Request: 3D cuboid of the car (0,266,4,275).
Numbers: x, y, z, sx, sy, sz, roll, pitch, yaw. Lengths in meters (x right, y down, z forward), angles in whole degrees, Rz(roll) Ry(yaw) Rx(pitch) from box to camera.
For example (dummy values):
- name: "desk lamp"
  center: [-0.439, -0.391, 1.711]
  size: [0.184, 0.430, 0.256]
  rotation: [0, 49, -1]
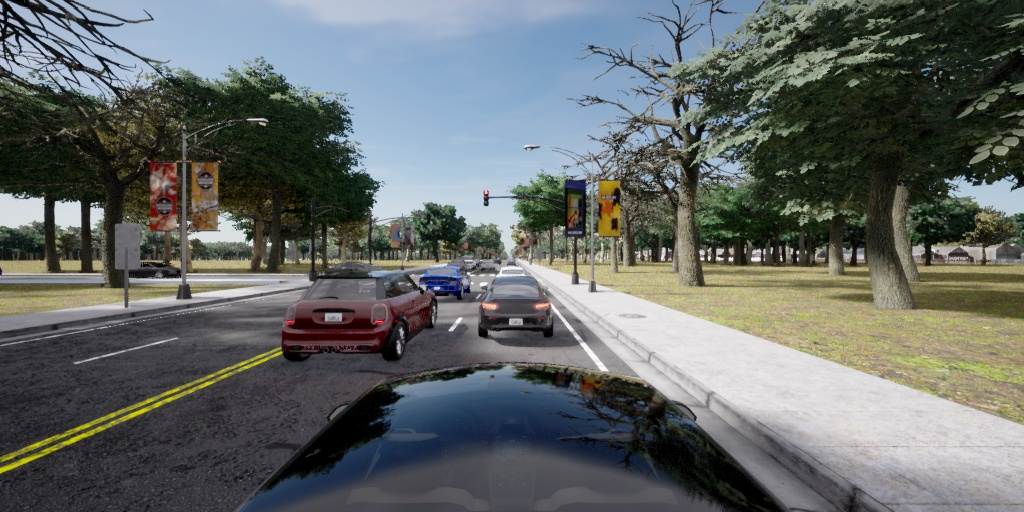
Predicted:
- name: "car"
  center: [-46.414, 0.924, 29.971]
  size: [5.566, 2.045, 2.150]
  rotation: [1, 0, 0]

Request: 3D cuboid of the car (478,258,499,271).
- name: "car"
  center: [-3.199, 1.369, 49.793]
  size: [1.895, 1.301, 4.718]
  rotation: [0, 0, -1]

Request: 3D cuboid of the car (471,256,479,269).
- name: "car"
  center: [-6.692, 0.994, 54.263]
  size: [2.150, 2.045, 5.566]
  rotation: [0, 0, -1]

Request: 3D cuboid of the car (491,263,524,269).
- name: "car"
  center: [0.033, 1.279, 19.257]
  size: [1.812, 1.442, 4.674]
  rotation: [0, 0, 0]

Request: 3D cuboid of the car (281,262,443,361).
- name: "car"
  center: [-3.162, 1.103, 8.450]
  size: [2.097, 1.767, 4.553]
  rotation: [0, 0, 0]

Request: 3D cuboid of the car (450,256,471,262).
- name: "car"
  center: [-6.673, 1.116, 43.611]
  size: [2.097, 1.767, 4.553]
  rotation: [0, 0, 0]

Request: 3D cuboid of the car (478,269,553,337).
- name: "car"
  center: [0.086, 1.277, 10.154]
  size: [1.812, 1.442, 4.674]
  rotation: [0, 0, 0]

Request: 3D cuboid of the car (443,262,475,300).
- name: "car"
  center: [-3.179, 1.230, 17.778]
  size: [1.882, 1.535, 5.008]
  rotation: [0, 0, 1]

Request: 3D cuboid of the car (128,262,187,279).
- name: "car"
  center: [-30.103, 1.230, 29.970]
  size: [4.892, 1.490, 1.837]
  rotation: [0, 0, 0]

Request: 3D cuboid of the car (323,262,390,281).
- name: "car"
  center: [-13.106, 1.256, 30.513]
  size: [4.892, 1.490, 1.837]
  rotation: [0, 0, -8]
